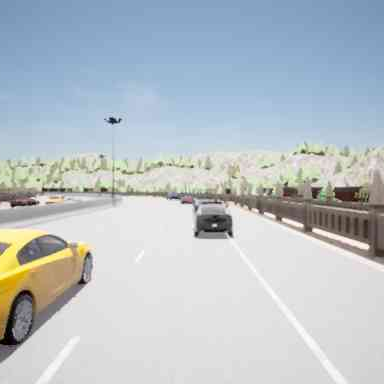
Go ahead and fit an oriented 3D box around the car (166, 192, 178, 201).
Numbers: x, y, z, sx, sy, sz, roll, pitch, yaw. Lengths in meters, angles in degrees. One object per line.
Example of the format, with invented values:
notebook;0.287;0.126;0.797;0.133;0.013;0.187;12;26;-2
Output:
car;-3.880;0.863;68.313;2.097;1.767;4.553;0;0;-16

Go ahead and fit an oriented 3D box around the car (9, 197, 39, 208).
car;-21.239;1.330;42.402;1.895;1.301;4.718;0;0;-2

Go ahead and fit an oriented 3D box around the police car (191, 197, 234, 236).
police car;1.045;1.312;17.813;1.930;1.638;5.238;0;0;0

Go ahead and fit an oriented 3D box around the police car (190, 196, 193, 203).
police car;1.043;1.248;27.812;1.930;1.638;5.238;0;0;0

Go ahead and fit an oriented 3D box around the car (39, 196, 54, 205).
car;-17.832;1.198;43.841;1.882;1.535;5.008;0;0;-3

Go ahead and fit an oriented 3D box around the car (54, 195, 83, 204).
car;-14.172;1.349;39.382;1.895;1.301;4.718;0;0;-1

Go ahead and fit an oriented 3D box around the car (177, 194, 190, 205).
car;-0.752;1.229;52.287;1.994;1.385;4.181;0;0;-8

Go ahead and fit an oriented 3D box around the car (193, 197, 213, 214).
car;1.042;1.310;33.703;1.812;1.442;4.674;0;0;0

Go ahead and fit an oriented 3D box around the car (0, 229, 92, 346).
car;-3.403;1.438;6.284;1.882;1.535;5.008;0;0;0
